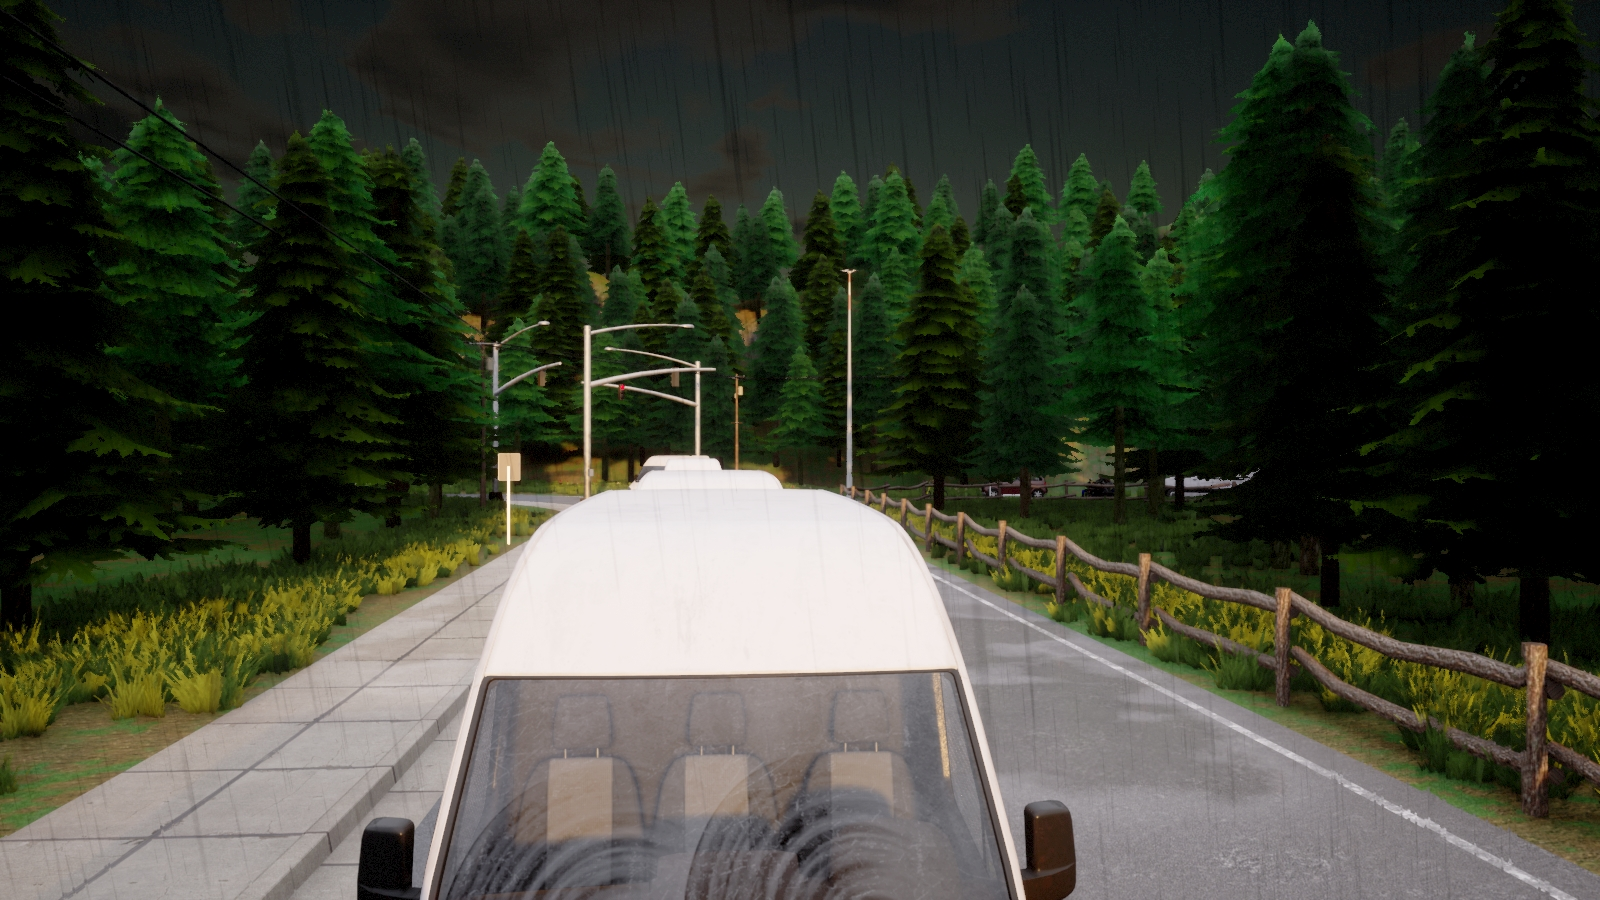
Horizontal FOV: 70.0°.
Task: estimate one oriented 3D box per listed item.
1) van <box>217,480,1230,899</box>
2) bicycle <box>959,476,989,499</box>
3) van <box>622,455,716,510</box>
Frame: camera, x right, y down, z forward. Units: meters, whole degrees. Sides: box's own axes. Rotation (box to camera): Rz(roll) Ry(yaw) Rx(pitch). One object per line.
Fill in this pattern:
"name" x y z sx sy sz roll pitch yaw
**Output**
"van" -0.355 1.500 5.197 1.988 2.561 5.915 0 0 -5
"bicycle" 9.931 2.158 65.239 1.487 1.276 0.859 0 0 -6
"van" -6.327 1.515 56.001 1.988 2.561 5.915 0 0 22
